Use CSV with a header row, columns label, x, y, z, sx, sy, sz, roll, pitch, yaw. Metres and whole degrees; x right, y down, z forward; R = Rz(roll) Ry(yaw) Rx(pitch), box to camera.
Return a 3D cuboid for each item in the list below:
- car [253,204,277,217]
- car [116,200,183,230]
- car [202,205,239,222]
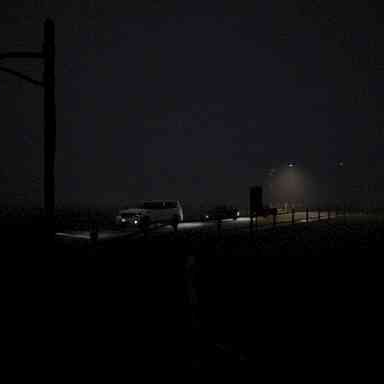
label,x,y,z,sx,sy,sz,roll,pitch,yaw
car,8.869,2.266,40.782,2.128,1.511,4.902,0,-1,36
car,-2.973,1.608,24.612,2.150,2.045,5.566,0,-1,36
car,2.841,2.067,32.552,2.128,1.511,4.902,0,-1,36
